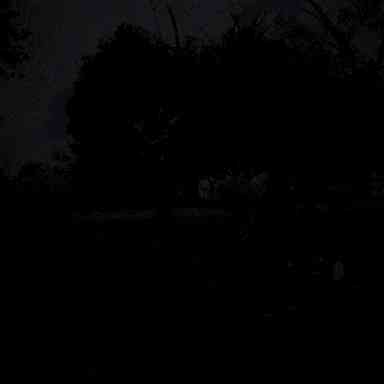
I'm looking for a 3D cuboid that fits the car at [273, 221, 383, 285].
[{"bbox_3d":[4.255,1.564,9.597,4.507,1.381,1.887,0,0,-36],"label":"car"}]
